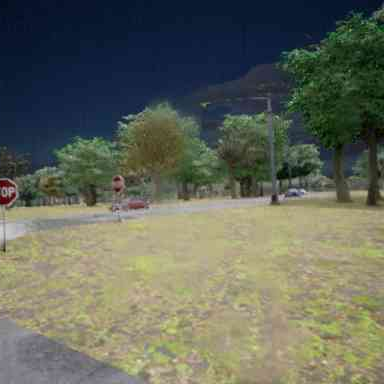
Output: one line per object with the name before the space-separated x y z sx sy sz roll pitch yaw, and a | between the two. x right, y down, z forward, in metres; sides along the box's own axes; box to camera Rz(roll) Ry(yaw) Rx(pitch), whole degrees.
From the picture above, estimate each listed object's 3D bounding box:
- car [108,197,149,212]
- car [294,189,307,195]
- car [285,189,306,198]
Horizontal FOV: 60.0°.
car | -6.193 1.234 32.743 1.994 1.385 4.181 -4 0 34
car | 26.233 -0.012 80.260 1.812 1.442 4.674 -4 -1 34
car | 16.366 0.197 53.614 1.812 1.442 4.674 -3 -1 32
